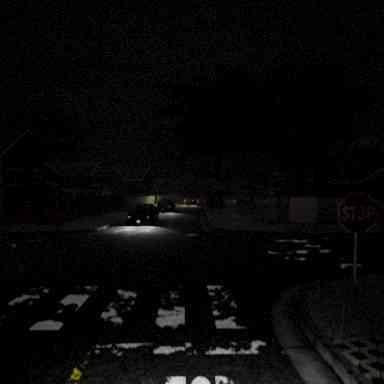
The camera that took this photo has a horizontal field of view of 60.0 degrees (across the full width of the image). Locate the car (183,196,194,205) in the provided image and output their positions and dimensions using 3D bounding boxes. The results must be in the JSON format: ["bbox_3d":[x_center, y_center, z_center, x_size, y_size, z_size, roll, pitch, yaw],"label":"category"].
[{"bbox_3d":[-0.220,1.439,60.290,2.097,1.767,4.553,0,0,10],"label":"car"}]

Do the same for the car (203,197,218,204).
[{"bbox_3d":[3.822,1.661,66.445,2.033,1.411,5.357,1,0,13],"label":"car"}]

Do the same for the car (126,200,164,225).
[{"bbox_3d":[-3.524,1.570,24.621,2.033,1.411,5.357,0,0,0],"label":"car"}]

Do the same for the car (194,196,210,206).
[{"bbox_3d":[2.000,1.633,56.345,1.812,1.442,4.674,0,0,10],"label":"car"}]

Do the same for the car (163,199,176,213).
[{"bbox_3d":[-3.013,1.575,38.331,1.812,1.442,4.674,0,0,4],"label":"car"}]
